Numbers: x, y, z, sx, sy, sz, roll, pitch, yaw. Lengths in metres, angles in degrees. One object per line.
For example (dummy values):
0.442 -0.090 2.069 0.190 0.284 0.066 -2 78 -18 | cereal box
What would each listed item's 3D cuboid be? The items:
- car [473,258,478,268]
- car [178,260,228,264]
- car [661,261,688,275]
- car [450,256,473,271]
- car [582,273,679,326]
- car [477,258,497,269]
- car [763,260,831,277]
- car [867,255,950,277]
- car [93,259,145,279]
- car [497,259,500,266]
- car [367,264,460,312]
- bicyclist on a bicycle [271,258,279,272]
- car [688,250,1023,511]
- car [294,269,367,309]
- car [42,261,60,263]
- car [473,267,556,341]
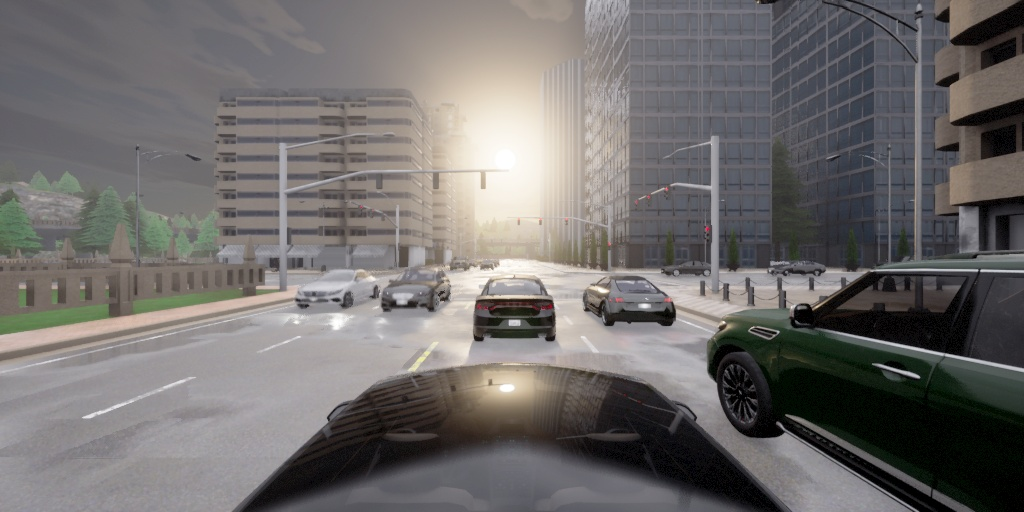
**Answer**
-7.095 1.252 61.786 1.837 1.490 4.892 0 1 0 | car
-22.886 1.220 27.895 4.674 1.442 1.812 0 0 4 | car
16.965 1.199 34.648 4.892 1.490 1.837 0 0 0 | car
-7.114 0.972 49.599 2.150 2.045 5.566 0 0 0 | car
3.575 1.314 11.643 1.994 1.385 4.181 0 0 0 | car
-3.612 1.255 52.969 1.837 1.490 4.892 0 0 0 | car
27.380 1.186 34.589 4.902 1.511 2.128 0 0 0 | car
38.087 0.916 34.530 5.566 2.045 2.150 0 0 0 | car
-32.685 1.220 29.191 4.674 1.442 1.812 0 0 15 | car
-3.585 1.241 63.376 2.128 1.511 4.902 0 0 0 | car
-3.603 1.242 14.205 2.128 1.511 4.902 0 0 0 | car
-26.094 0.995 39.820 0.582 1.620 1.656 0 0 7 | bicyclist on a bicycle
3.601 0.971 2.288 2.150 2.045 5.566 0 0 0 | car
-7.093 1.276 15.129 1.812 1.442 4.674 0 0 0 | car
-42.057 1.220 32.873 4.674 1.442 1.812 0 0 29 | car
0.066 1.228 9.864 1.882 1.535 5.008 0 0 0 | car
